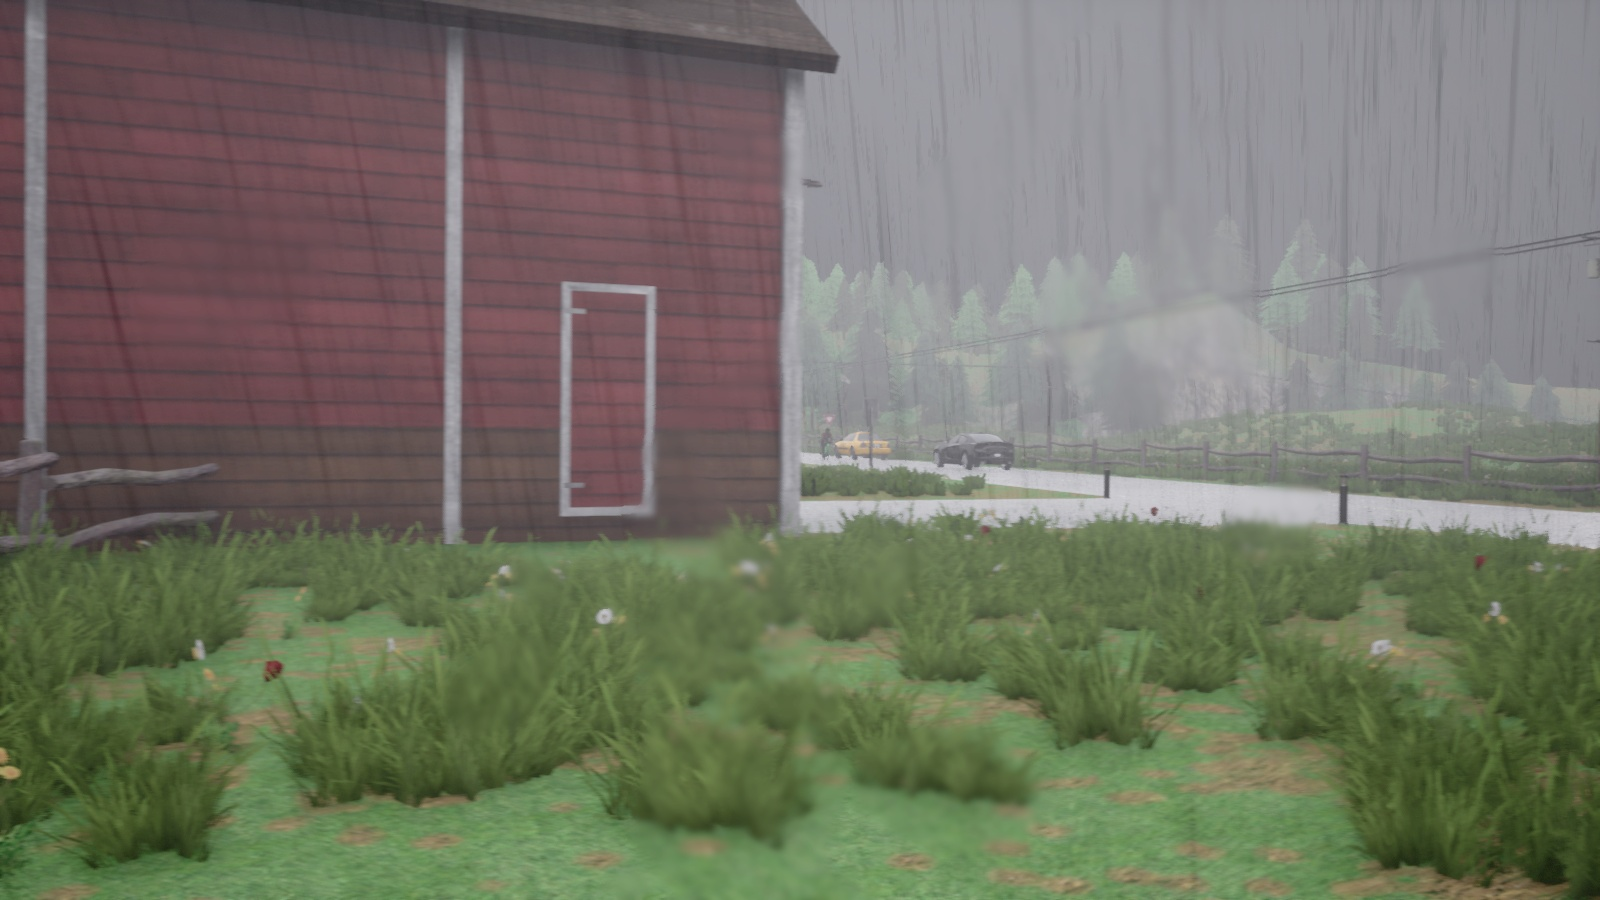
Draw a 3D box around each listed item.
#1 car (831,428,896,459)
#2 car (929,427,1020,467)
[{"bbox_3d":[3.264,-0.370,65.803,1.801,1.575,5.366,-1,1,-15],"label":"car"},{"bbox_3d":[7.129,-0.144,51.742,1.882,1.535,5.008,-1,1,-15],"label":"car"}]
